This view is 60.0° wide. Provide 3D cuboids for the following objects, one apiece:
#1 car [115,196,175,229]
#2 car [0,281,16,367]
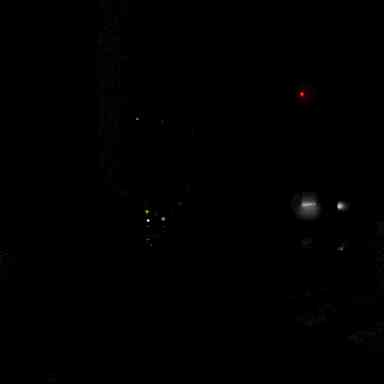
[{"bbox_3d":[-3.356,1.295,22.587,2.150,2.045,5.566,0,0,-36],"label":"car"},{"bbox_3d":[-4.138,1.567,3.239,4.313,1.339,1.947,0,0,-35],"label":"car"}]
